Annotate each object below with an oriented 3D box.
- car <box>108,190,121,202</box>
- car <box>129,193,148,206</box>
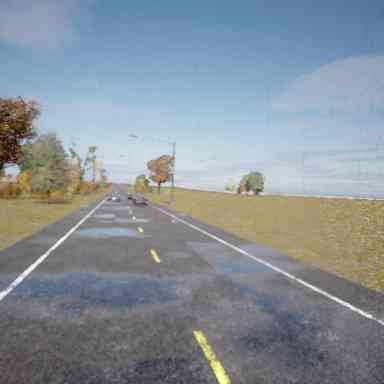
[{"bbox_3d":[-12.485,0.845,53.634,2.128,1.511,4.902,3,0,-12],"label":"car"},{"bbox_3d":[-7.330,1.095,47.256,2.128,1.511,4.902,3,0,-13],"label":"car"}]
